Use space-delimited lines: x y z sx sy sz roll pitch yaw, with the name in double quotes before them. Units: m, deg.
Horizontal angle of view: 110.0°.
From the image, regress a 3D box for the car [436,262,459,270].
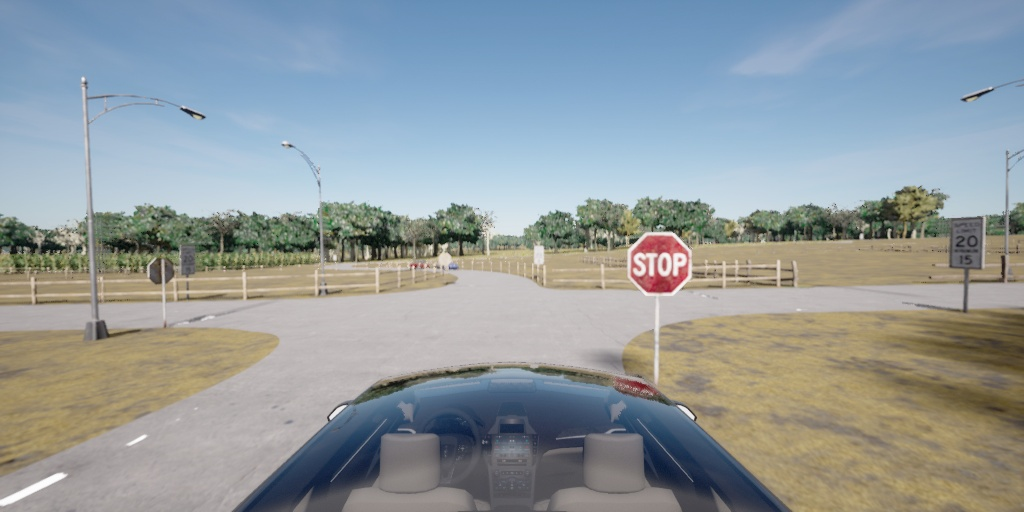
"car" -10.903 1.675 60.423 2.033 1.411 5.357 -1 0 -37
